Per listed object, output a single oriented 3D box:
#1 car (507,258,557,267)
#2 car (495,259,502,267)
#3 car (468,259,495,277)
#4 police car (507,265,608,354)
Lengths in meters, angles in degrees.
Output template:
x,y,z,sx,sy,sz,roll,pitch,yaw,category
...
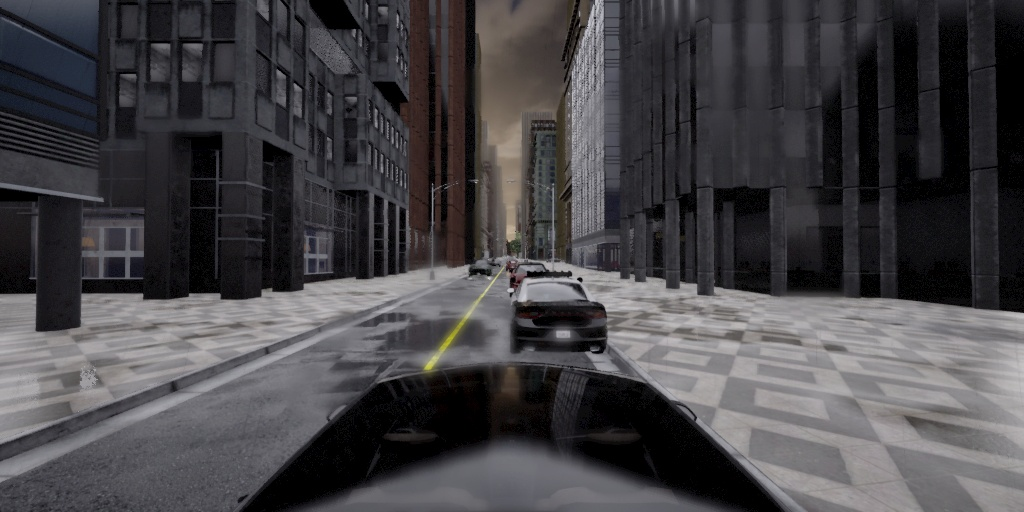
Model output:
x,y,z,sx,sy,sz,roll,pitch,yaw,category
0.918,1.100,18.772,2.097,1.767,4.553,0,0,0,car
-2.925,1.243,63.372,1.837,1.490,4.892,0,0,0,car
-3.060,1.095,35.194,2.097,1.767,4.553,0,0,0,car
0.907,1.177,8.911,1.930,1.638,5.238,0,0,0,police car
